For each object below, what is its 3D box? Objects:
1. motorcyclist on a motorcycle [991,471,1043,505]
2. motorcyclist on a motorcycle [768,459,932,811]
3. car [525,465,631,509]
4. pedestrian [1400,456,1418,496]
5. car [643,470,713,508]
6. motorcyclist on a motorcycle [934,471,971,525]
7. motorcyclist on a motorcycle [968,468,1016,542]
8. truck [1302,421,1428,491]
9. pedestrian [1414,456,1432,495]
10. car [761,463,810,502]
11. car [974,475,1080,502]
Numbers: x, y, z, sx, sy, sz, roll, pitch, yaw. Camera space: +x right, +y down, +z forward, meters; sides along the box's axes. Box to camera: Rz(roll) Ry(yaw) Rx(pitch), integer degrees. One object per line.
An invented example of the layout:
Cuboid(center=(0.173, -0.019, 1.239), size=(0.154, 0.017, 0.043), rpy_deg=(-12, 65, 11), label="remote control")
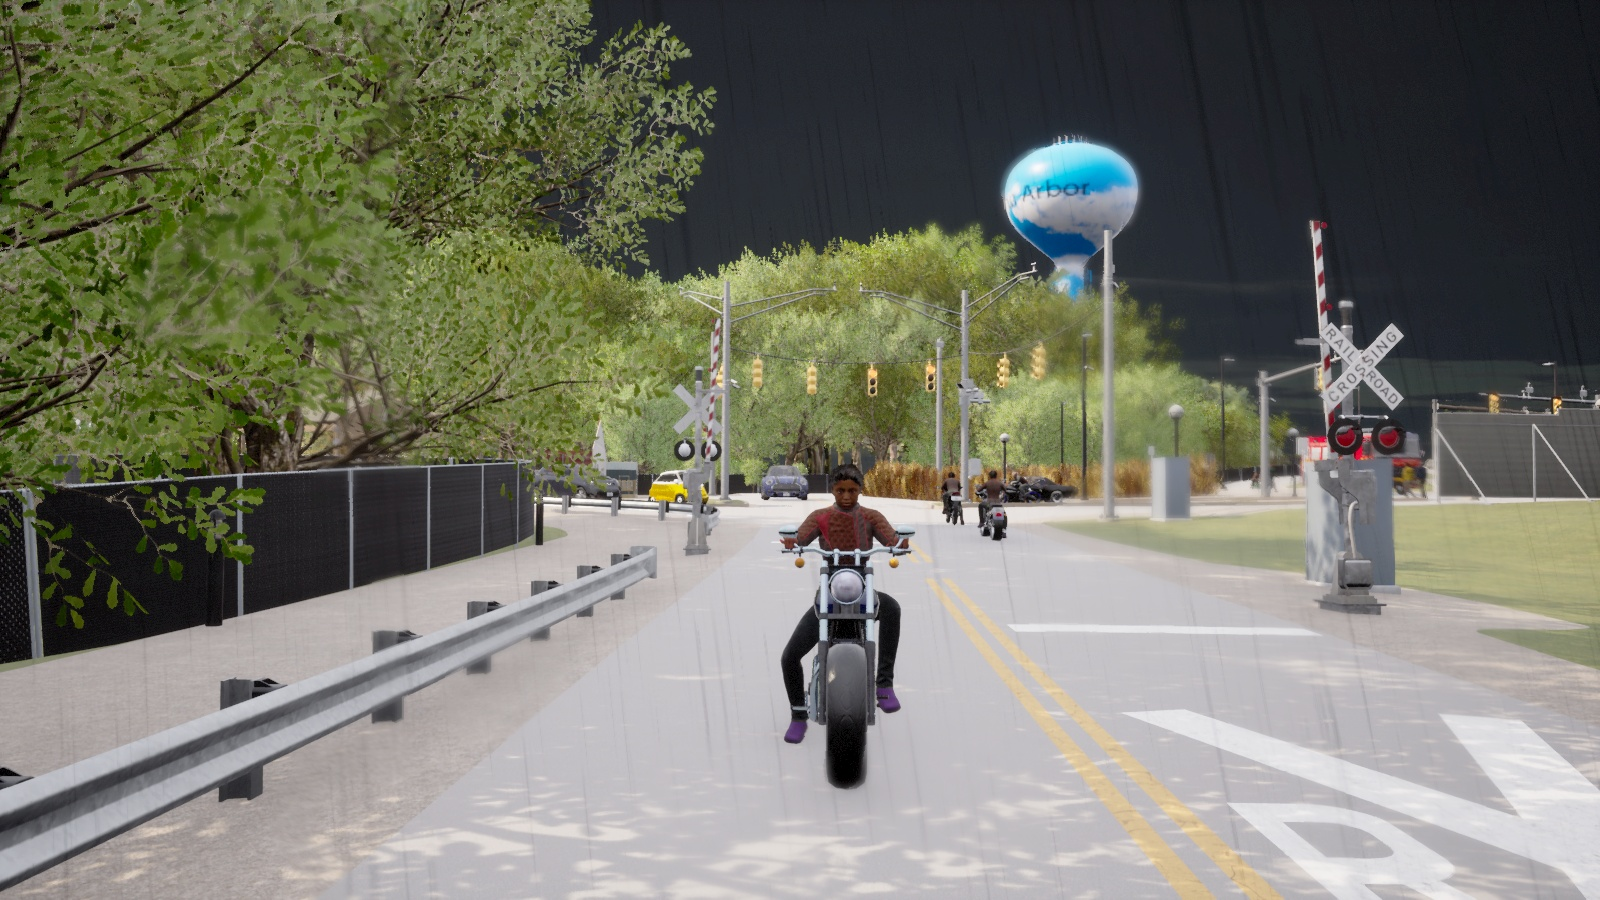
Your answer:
Cuboid(center=(9.854, 1.730, 57.019), size=(2.191, 1.530, 0.866), rpy_deg=(0, -1, -4), label="motorcyclist on a motorcycle")
Cuboid(center=(0.269, 0.884, 7.085), size=(0.766, 1.649, 2.350), rpy_deg=(0, -1, 2), label="motorcyclist on a motorcycle")
Cuboid(center=(-7.952, 1.329, 44.831), size=(3.633, 1.501, 1.845), rpy_deg=(-1, -3, 41), label="car")
Cuboid(center=(28.070, 1.196, 57.897), size=(0.431, 1.840, 0.709), rpy_deg=(0, -3, -1), label="pedestrian")
Cuboid(center=(-4.657, 1.502, 47.848), size=(2.207, 1.376, 1.481), rpy_deg=(-2, -3, 34), label="car")
Cuboid(center=(4.418, 1.370, 36.557), size=(0.797, 1.523, 2.044), rpy_deg=(1, -1, -1), label="motorcyclist on a motorcycle")
Cuboid(center=(4.468, 1.243, 29.342), size=(0.766, 1.649, 2.350), rpy_deg=(1, -1, 0), label="motorcyclist on a motorcycle")
Cuboid(center=(32.601, 0.409, 72.908), size=(2.891, 3.827, 8.468), rpy_deg=(0, -1, -5), label="truck")
Cuboid(center=(29.675, 1.220, 59.837), size=(0.402, 1.842, 0.726), rpy_deg=(0, -3, -3), label="pedestrian")
Cuboid(center=(-0.747, 1.534, 60.454), size=(2.097, 1.767, 4.553), rpy_deg=(0, -1, -4), label="car")
Cuboid(center=(10.904, 1.856, 60.602), size=(4.718, 1.301, 1.895), rpy_deg=(0, -1, -4), label="car")
